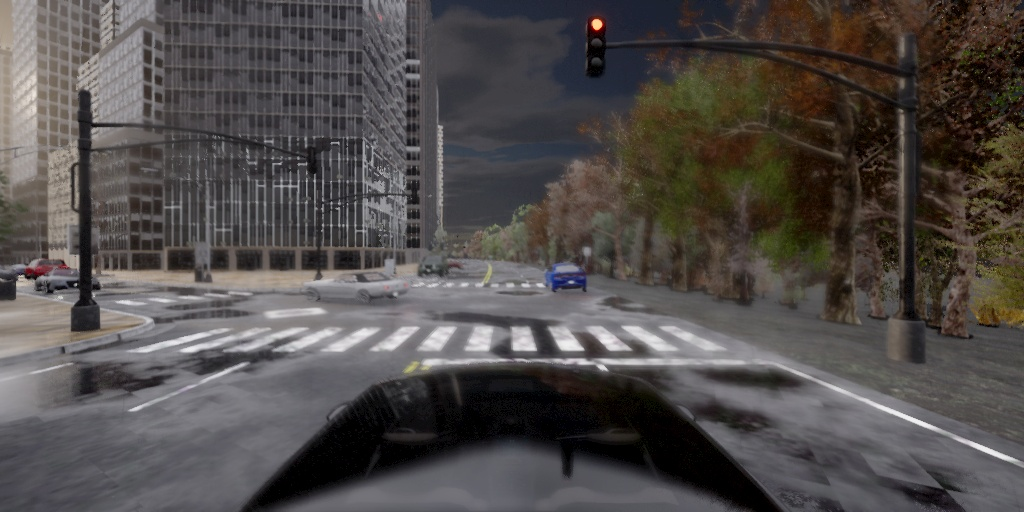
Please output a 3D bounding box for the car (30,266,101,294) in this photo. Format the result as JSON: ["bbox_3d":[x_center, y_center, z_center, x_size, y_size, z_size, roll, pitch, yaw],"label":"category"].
[{"bbox_3d":[-27.063,1.493,21.824,4.181,1.385,1.994,0,0,28],"label":"car"}]

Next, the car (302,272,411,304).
[{"bbox_3d":[-7.078,1.377,16.181,4.718,1.301,1.895,-1,0,21],"label":"car"}]

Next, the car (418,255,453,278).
[{"bbox_3d":[-7.216,0.937,33.537,2.150,2.045,5.566,0,0,-2],"label":"car"}]

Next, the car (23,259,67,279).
[{"bbox_3d":[-47.034,1.319,36.223,5.566,2.045,2.150,0,0,29],"label":"car"}]

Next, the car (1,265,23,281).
[{"bbox_3d":[-46.768,1.652,32.544,4.181,1.385,1.994,-1,0,29],"label":"car"}]

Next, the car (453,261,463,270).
[{"bbox_3d":[-7.973,1.303,50.582,1.895,1.301,4.718,0,0,-3],"label":"car"}]

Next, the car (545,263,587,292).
[{"bbox_3d":[3.088,1.166,21.229,1.882,1.535,5.008,-3,1,-1],"label":"car"}]
